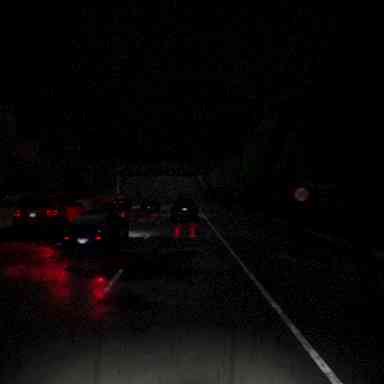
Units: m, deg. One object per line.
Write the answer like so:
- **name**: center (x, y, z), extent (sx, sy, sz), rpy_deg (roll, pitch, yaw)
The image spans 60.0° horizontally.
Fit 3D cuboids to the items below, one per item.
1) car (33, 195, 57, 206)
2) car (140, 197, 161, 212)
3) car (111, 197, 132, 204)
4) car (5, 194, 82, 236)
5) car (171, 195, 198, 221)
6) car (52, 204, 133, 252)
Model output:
- **car**: center (-22.401, 1.255, 50.842), extent (1.812, 1.442, 4.674), rpy_deg (0, 0, -2)
- **car**: center (-4.349, 1.269, 35.379), extent (2.128, 1.511, 4.902), rpy_deg (0, 0, -2)
- **car**: center (-7.914, 1.265, 37.591), extent (2.128, 1.511, 4.902), rpy_deg (0, 0, -2)
- **car**: center (-7.368, 1.124, 17.906), extent (2.150, 2.045, 5.566), rpy_deg (0, 0, -2)
- **car**: center (-0.566, 1.263, 25.188), extent (2.033, 1.649, 4.856), rpy_deg (0, 0, -2)
- **car**: center (-3.748, 1.447, 13.461), extent (1.812, 1.442, 4.674), rpy_deg (0, 0, -2)
